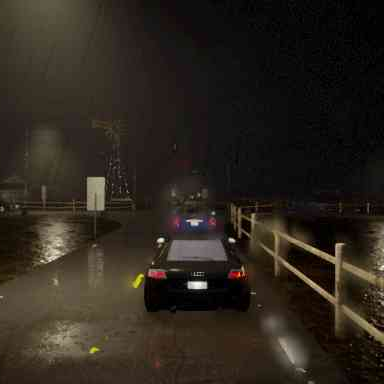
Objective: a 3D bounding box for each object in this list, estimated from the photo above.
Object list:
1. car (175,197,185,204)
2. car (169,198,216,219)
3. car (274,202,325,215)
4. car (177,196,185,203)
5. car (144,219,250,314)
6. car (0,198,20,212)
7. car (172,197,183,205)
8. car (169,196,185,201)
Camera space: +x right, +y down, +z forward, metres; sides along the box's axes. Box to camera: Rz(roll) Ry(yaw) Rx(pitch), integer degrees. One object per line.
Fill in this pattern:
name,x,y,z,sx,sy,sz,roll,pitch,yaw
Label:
car,-2.686,1.879,75.188,1.994,1.385,4.181,0,0,0
car,0.109,1.380,16.357,2.097,1.767,4.553,0,0,0
car,12.178,1.862,37.650,5.357,1.411,2.033,1,-2,0
car,-2.675,1.883,85.317,1.882,1.535,5.008,0,0,0
car,0.104,1.573,7.714,1.994,1.385,4.181,0,0,0
car,-20.281,1.292,34.042,4.892,1.490,1.837,1,-2,0
car,-2.737,1.731,65.237,1.882,1.535,5.008,0,0,1
car,-2.796,1.681,55.433,2.128,1.511,4.902,0,0,0
